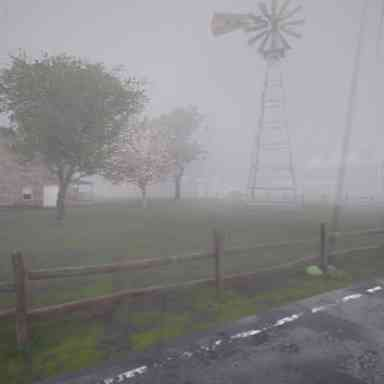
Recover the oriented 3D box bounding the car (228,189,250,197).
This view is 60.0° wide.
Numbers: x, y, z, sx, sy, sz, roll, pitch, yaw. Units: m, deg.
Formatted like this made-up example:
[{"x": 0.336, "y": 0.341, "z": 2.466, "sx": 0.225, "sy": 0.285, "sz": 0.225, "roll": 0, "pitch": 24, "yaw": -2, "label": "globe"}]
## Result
[{"x": 10.423, "y": 0.406, "z": 73.512, "sx": 2.150, "sy": 2.045, "sz": 5.566, "roll": 1, "pitch": 0, "yaw": -35, "label": "car"}]
